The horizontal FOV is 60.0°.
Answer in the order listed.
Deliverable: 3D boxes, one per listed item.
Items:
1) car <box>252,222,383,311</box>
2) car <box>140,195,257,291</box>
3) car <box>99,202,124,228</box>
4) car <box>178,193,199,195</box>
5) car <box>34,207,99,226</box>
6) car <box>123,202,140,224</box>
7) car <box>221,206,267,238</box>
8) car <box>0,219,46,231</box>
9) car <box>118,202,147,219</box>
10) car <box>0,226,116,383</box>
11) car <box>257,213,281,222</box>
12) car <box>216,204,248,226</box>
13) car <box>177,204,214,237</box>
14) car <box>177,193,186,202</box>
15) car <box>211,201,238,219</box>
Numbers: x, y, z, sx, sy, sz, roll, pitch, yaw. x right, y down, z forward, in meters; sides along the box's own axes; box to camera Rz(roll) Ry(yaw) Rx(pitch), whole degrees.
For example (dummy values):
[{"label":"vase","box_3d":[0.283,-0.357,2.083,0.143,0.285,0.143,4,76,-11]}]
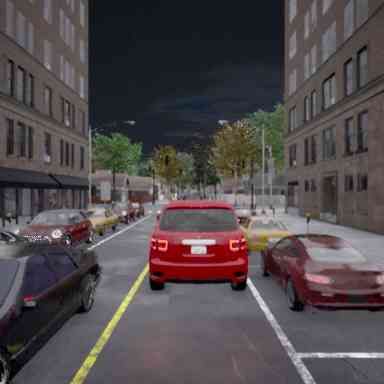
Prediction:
[{"label":"car","box_3d":[2.675,1.577,7.434,1.802,1.307,4.206,0,0,0]},{"label":"car","box_3d":[0.147,1.217,9.158,2.150,2.045,5.566,0,0,0]},{"label":"car","box_3d":[-5.284,1.519,18.347,1.752,1.417,4.829,0,0,0]},{"label":"car","box_3d":[0.142,1.214,29.201,2.150,2.045,5.566,0,0,2]},{"label":"car","box_3d":[-5.316,1.434,12.998,1.967,1.590,4.097,0,0,0]},{"label":"car","box_3d":[-5.249,1.433,24.036,1.967,1.590,4.097,0,0,0]},{"label":"car","box_3d":[2.742,1.538,18.471,1.887,1.381,4.507,0,0,0]},{"label":"car","box_3d":[-5.349,1.546,7.480,2.008,1.369,4.403,0,0,0]},{"label":"car","box_3d":[-5.215,1.575,29.555,1.802,1.307,4.206,0,0,0]},{"label":"car","box_3d":[-2.826,1.544,4.913,2.033,1.411,5.357,0,0,0]},{"label":"car","box_3d":[2.710,1.519,13.123,1.752,1.417,4.829,0,0,0]},{"label":"car","box_3d":[2.776,1.575,23.989,1.802,1.307,4.206,0,0,0]},{"label":"car","box_3d":[0.211,1.498,19.188,1.837,1.490,4.892,0,0,1]},{"label":"car","box_3d":[-2.569,1.255,81.650,2.150,2.045,5.566,0,0,0]},{"label":"car","box_3d":[2.810,1.558,29.507,1.947,1.339,4.313,0,0,0]}]
